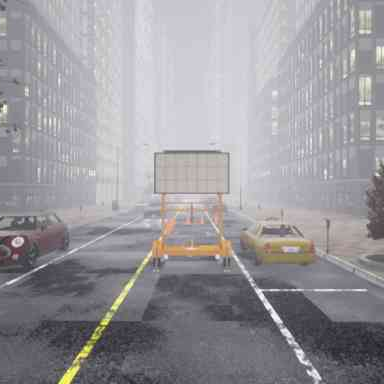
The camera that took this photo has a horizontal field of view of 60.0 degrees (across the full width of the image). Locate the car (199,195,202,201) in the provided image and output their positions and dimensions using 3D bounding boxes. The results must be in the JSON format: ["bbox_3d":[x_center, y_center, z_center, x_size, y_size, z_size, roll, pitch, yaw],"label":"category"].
[{"bbox_3d":[2.670,1.559,62.393,1.802,1.307,4.206,0,0,0],"label":"car"}]

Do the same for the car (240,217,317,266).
[{"bbox_3d":[2.683,1.523,11.334,1.752,1.417,4.829,0,0,0],"label":"car"}]

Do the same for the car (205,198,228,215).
[{"bbox_3d":[2.677,1.556,33.932,1.947,1.339,4.313,0,0,0],"label":"car"}]

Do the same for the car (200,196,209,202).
[{"bbox_3d":[2.667,1.513,73.778,1.887,1.381,4.507,0,0,0],"label":"car"}]

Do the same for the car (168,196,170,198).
[{"bbox_3d":[-5.715,1.530,79.480,1.947,1.339,4.313,0,0,0],"label":"car"}]

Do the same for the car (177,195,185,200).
[{"bbox_3d":[-3.025,1.502,90.742,2.033,1.411,5.357,0,0,0],"label":"car"}]

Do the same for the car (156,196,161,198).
[{"bbox_3d":[-5.706,1.568,45.329,1.802,1.307,4.206,0,0,0],"label":"car"}]

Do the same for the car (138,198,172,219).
[{"bbox_3d":[-3.109,1.539,29.568,2.033,1.411,5.357,0,0,0],"label":"car"}]

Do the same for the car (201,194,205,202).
[{"bbox_3d":[2.674,1.426,45.317,1.967,1.590,4.097,0,0,0],"label":"car"}]

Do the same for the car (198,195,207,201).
[{"bbox_3d":[2.664,1.509,85.162,2.008,1.369,4.403,0,0,0],"label":"car"}]

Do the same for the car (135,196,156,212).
[{"bbox_3d":[-5.705,1.514,39.467,1.752,1.417,4.829,0,0,0],"label":"car"}]

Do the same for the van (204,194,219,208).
[{"bbox_3d":[2.674,1.329,39.624,1.690,1.788,3.998,0,0,0],"label":"van"}]

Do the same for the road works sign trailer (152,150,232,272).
[{"bbox_3d":[-0.004,0.462,10.742,2.380,3.560,2.880,0,0,0],"label":"road works sign trailer"}]

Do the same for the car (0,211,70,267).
[{"bbox_3d":[-5.698,1.438,11.177,1.967,1.590,4.097,0,0,0],"label":"car"}]

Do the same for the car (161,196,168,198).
[{"bbox_3d":[-5.710,1.420,56.713,1.967,1.590,4.097,0,0,0],"label":"car"}]

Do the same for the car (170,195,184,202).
[{"bbox_3d":[-3.020,1.471,70.720,1.837,1.490,4.892,0,0,0],"label":"car"}]
